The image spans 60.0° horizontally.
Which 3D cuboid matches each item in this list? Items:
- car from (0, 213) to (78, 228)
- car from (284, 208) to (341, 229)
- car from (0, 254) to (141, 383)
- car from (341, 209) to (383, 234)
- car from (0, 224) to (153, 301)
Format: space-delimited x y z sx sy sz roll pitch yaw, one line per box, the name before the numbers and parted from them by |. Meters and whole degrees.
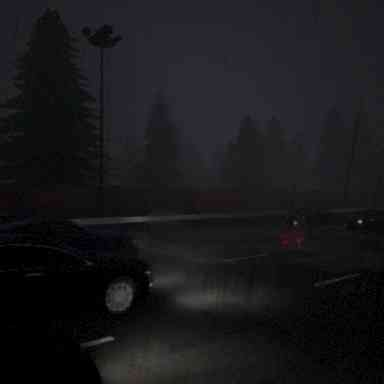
car | -3.952 1.493 9.524 5.008 1.535 1.882 0 0 -35
car | 8.492 1.739 22.687 4.718 1.301 1.895 0 0 -35
car | -2.902 1.496 1.676 4.892 1.490 1.837 0 0 -35
car | 11.393 1.710 20.462 4.181 1.385 1.994 0 0 -35
car | -3.027 1.511 5.884 4.892 1.490 1.837 0 0 -35
